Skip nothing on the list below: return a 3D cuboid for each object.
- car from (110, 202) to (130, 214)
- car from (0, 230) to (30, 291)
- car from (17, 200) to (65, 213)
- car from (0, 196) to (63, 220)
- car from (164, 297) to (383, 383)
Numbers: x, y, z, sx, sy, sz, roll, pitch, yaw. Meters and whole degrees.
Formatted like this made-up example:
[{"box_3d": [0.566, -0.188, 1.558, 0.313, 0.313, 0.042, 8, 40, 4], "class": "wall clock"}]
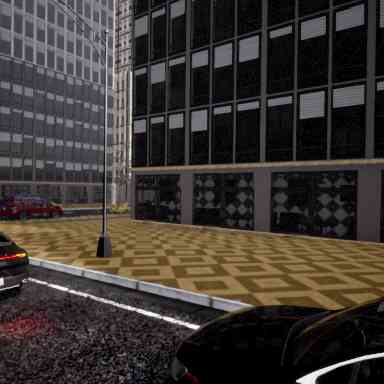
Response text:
[{"box_3d": [-7.323, 1.830, 38.847, 1.752, 1.417, 4.829, 1, 0, 37], "class": "car"}, {"box_3d": [-5.722, 1.500, 7.796, 4.892, 1.490, 1.837, 0, 0, 36], "class": "car"}, {"box_3d": [-17.617, 1.643, 39.047, 1.752, 1.417, 4.829, 1, 0, 37], "class": "car"}, {"box_3d": [-14.154, 1.519, 29.660, 2.192, 1.841, 5.009, 1, 0, 37], "class": "car"}, {"box_3d": [1.994, 1.505, 2.252, 4.892, 1.490, 1.837, 0, 0, 36], "class": "car"}]
